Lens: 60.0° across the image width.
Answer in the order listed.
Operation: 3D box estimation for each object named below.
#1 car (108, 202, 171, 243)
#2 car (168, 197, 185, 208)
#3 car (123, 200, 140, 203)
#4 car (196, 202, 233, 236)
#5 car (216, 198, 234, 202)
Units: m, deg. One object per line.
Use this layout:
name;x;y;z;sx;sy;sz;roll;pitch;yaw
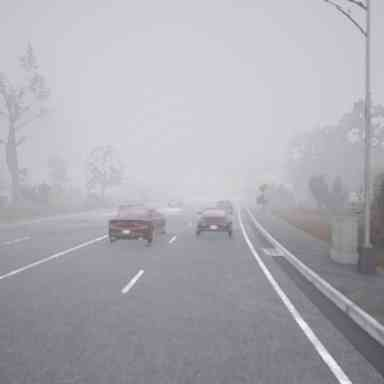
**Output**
car;-2.470;1.467;16.027;1.882;1.535;5.008;0;0;5
car;-2.251;1.474;47.804;2.128;1.511;4.902;0;0;8
car;-7.043;1.566;38.526;1.895;1.301;4.718;0;0;8
car;1.277;1.529;18.348;1.812;1.442;4.674;0;0;6
car;3.882;1.499;39.495;2.128;1.511;4.902;0;0;8
